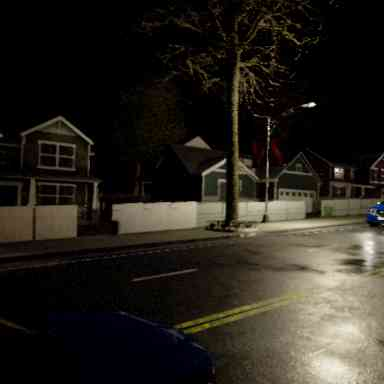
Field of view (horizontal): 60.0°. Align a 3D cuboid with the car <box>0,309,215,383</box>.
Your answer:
[{"bbox_3d":[-2.066,1.477,1.963,5.008,1.535,1.882,0,0,-35],"label":"car"}]

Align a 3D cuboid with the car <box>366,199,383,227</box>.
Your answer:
[{"bbox_3d":[13.408,1.199,21.216,5.566,2.045,2.150,0,0,-35],"label":"car"}]
